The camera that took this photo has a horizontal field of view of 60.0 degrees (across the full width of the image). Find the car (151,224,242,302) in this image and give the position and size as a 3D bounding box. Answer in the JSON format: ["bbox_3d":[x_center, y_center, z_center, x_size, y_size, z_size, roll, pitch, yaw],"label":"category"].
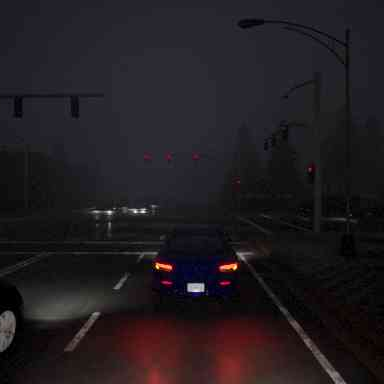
[{"bbox_3d":[0.131,1.526,8.186,1.812,1.442,4.674,0,0,2],"label":"car"}]

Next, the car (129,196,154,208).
[{"bbox_3d":[-7.108,1.491,47.257,2.128,1.511,4.902,0,0,0],"label":"car"}]

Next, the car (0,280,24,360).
[{"bbox_3d":[-3.441,1.505,3.053,1.837,1.490,4.892,0,0,0],"label":"car"}]

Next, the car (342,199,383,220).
[{"bbox_3d":[15.886,1.547,27.706,5.357,1.411,2.033,0,0,0],"label":"car"}]

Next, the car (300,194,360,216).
[{"bbox_3d":[13.064,1.222,31.205,5.566,2.045,2.150,0,0,0],"label":"car"}]

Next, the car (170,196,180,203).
[{"bbox_3d":[-3.477,1.477,69.696,1.882,1.535,5.008,0,0,0],"label":"car"}]

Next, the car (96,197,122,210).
[{"bbox_3d":[-10.623,1.526,42.037,1.812,1.442,4.674,0,0,0],"label":"car"}]

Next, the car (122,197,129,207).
[{"bbox_3d":[-10.630,1.477,51.240,1.882,1.535,5.008,0,0,0],"label":"car"}]

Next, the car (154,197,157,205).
[{"bbox_3d":[-7.105,1.505,57.332,1.837,1.490,4.892,0,0,1],"label":"car"}]
